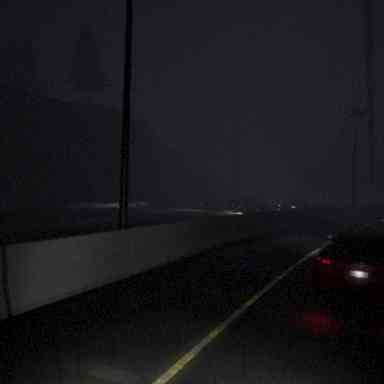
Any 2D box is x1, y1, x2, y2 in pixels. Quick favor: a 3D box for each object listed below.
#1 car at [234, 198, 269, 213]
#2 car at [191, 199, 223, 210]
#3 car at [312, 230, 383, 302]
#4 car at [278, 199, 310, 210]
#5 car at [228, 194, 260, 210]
[{"bbox_3d":[6.952,1.639,37.064,1.994,1.385,4.181,2,0,39],"label":"car"},{"bbox_3d":[1.918,1.507,41.971,1.895,1.301,4.718,2,0,40],"label":"car"},{"bbox_3d":[4.392,1.665,8.506,1.994,1.385,4.181,2,0,30],"label":"car"},{"bbox_3d":[11.309,1.558,36.822,2.097,1.767,4.553,2,0,41],"label":"car"},{"bbox_3d":[6.810,1.276,42.323,2.150,2.045,5.566,2,0,41],"label":"car"}]
